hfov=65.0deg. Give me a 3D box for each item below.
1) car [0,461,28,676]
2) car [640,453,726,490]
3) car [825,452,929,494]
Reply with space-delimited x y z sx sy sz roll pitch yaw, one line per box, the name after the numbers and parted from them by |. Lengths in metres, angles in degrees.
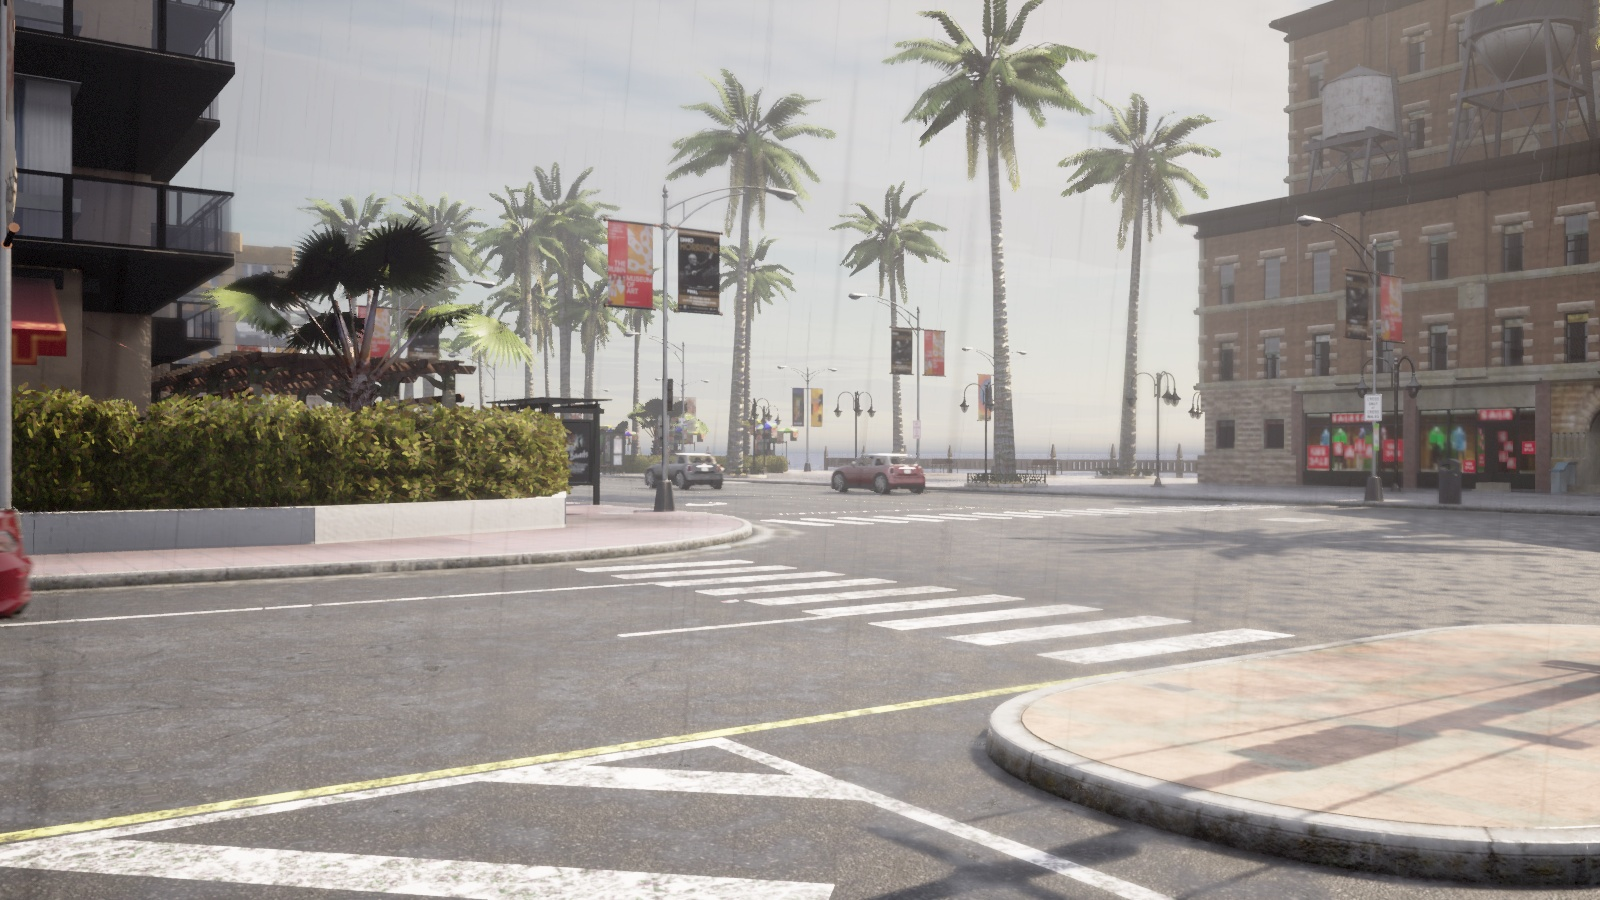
-7.717 0.806 8.000 4.674 1.442 1.812 0 0 -35 | car
-4.872 0.848 51.940 1.970 1.475 3.806 0 0 -34 | car
2.832 0.819 46.873 1.970 1.475 3.806 0 0 -34 | car
